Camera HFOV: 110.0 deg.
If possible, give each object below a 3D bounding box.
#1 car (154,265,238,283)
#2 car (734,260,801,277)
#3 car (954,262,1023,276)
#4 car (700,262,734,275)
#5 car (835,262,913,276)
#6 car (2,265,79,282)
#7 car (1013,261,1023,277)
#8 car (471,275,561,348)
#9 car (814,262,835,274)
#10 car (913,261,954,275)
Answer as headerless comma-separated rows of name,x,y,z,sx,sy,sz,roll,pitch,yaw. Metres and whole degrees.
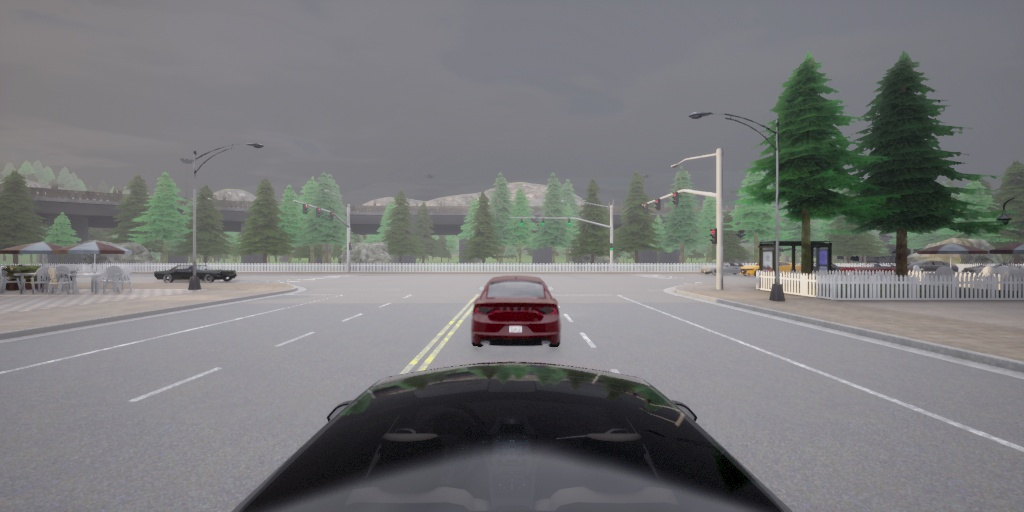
car,-23.021,1.295,26.255,4.718,1.301,1.895,0,0,0
car,23.818,1.171,33.102,5.008,1.535,1.882,0,0,1
car,43.004,1.258,31.763,4.181,1.385,1.994,0,0,14
car,21.882,1.295,36.634,4.718,1.301,1.895,0,0,1
car,33.121,1.295,32.910,4.718,1.301,1.895,0,0,2
car,-34.898,1.295,26.238,4.718,1.301,1.895,0,0,-2
car,50.983,1.241,33.029,5.357,1.411,2.033,0,0,22
car,0.106,1.227,9.272,1.882,1.535,5.008,0,0,1
car,31.050,1.295,36.485,4.718,1.301,1.895,0,0,2
car,40.969,1.199,35.684,4.892,1.490,1.837,0,0,10
